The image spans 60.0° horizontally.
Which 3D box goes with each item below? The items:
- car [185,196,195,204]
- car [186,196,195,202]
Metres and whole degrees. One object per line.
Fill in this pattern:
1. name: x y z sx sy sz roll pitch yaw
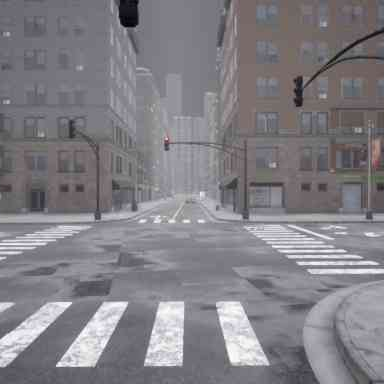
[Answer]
1. car: -0.300 1.649 63.675 1.895 1.301 4.718 0 0 0
2. car: -0.368 1.484 73.679 1.895 1.301 4.718 0 0 0
